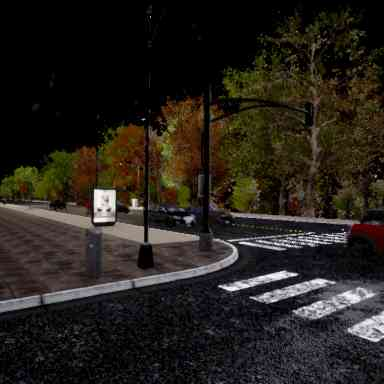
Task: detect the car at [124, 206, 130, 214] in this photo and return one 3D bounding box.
[{"bbox_3d":[-9.163,1.899,39.493,2.033,1.411,5.357,1,-1,-35],"label":"car"}]

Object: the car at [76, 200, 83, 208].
[{"bbox_3d":[-19.891,2.167,61.022,1.812,1.442,4.674,1,-1,-35],"label":"car"}]

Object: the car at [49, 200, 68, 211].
[{"bbox_3d":[-19.886,1.996,49.432,1.837,1.490,4.892,1,-1,-35],"label":"car"}]

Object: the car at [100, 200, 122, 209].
[{"bbox_3d":[-14.250,2.123,58.596,2.128,1.511,4.902,1,-1,-35],"label":"car"}]

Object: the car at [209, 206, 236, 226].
[{"bbox_3d":[0.909,1.718,24.931,2.033,1.411,5.357,1,-1,-35],"label":"car"}]

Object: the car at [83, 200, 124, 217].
[{"bbox_3d":[-9.063,1.612,33.634,2.097,1.767,4.553,1,-1,-35],"label":"car"}]

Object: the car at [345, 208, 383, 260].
[{"bbox_3d":[7.219,1.317,10.099,2.097,1.767,4.553,1,-1,-35],"label":"car"}]

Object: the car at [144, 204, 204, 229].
[{"bbox_3d":[-1.600,1.616,22.841,2.128,1.511,4.902,1,-1,-35],"label":"car"}]

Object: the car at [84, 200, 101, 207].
[{"bbox_3d":[-19.984,2.297,66.880,1.994,1.385,4.181,1,-1,-35],"label":"car"}]
